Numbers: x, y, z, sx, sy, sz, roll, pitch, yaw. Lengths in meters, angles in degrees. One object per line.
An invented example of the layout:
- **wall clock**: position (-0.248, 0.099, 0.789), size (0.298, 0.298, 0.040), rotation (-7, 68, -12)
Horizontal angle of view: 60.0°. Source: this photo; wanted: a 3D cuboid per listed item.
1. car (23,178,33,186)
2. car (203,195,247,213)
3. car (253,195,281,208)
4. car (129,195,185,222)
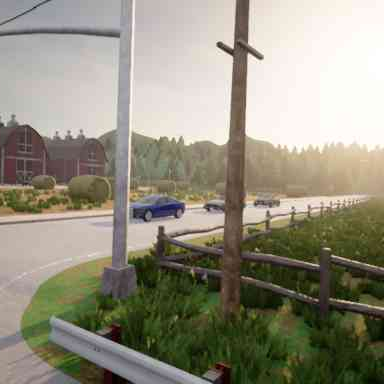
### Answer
- **car**: position (-38.909, -2.362, 79.371), size (1.905, 1.878, 3.866), rotation (8, 2, -13)
- **car**: position (3.062, 0.990, 29.461), size (2.033, 1.411, 5.357), rotation (3, 2, 33)
- **car**: position (8.581, 0.990, 37.814), size (1.994, 1.385, 4.181), rotation (3, 2, 33)
- **car**: position (-2.380, 0.937, 21.201), size (1.882, 1.535, 5.008), rotation (3, 2, 33)
